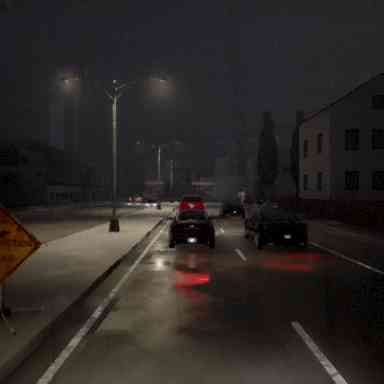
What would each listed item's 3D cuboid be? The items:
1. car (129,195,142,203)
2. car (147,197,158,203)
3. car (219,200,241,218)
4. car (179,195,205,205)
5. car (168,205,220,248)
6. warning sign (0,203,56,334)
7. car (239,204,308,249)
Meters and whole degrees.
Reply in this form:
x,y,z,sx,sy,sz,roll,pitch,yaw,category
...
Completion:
x,y,z,sx,sy,sz,roll,pitch,yaw,category
-11.500,1.405,67.680,2.097,1.767,4.553,0,0,0,car
-8.000,1.656,67.620,1.895,1.301,4.718,0,0,0,car
3.500,1.485,29.650,1.882,1.535,5.008,0,0,0,car
0.000,1.258,29.680,2.150,2.045,5.566,0,0,0,car
0.000,1.517,14.650,1.837,1.490,4.892,0,0,0,car
-3.050,1.115,5.325,1.300,1.860,1.060,0,0,0,warning sign
3.500,1.485,14.650,1.882,1.535,5.008,0,0,0,car
